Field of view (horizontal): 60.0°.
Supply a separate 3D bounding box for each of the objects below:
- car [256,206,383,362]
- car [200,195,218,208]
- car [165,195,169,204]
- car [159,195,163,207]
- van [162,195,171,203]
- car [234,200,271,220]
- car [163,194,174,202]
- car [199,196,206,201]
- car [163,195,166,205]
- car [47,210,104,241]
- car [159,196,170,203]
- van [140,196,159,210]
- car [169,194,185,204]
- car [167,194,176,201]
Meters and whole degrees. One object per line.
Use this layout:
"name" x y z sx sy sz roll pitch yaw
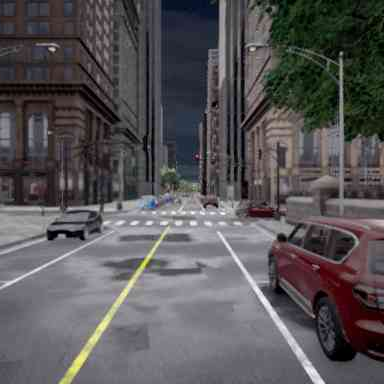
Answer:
"car" 2.765 1.324 5.870 2.192 1.841 5.009 0 0 0
"car" 2.763 1.388 49.014 2.192 1.841 5.009 0 0 0
"car" -5.763 1.665 59.887 1.947 1.339 4.313 0 0 0
"car" -5.762 1.513 49.005 1.967 1.590 4.097 0 0 0
"van" -5.763 1.481 76.211 1.690 1.788 3.998 0 0 0
"car" 6.001 1.504 29.043 4.553 1.767 2.097 1 0 0
"car" -5.763 1.469 81.653 2.192 1.841 5.009 0 0 0
"car" 2.762 1.750 87.099 1.802 1.307 4.206 0 0 0
"car" -5.763 1.630 54.445 1.887 1.381 4.507 0 0 0
"car" -5.761 1.586 16.906 1.947 1.339 4.313 0 0 0
"car" -5.763 1.671 70.770 1.887 1.381 4.507 0 0 0
"van" -5.762 1.402 43.564 1.690 1.788 3.998 0 0 0
"car" -3.021 1.606 64.333 2.128 1.511 4.902 0 0 1
"car" -5.763 1.497 92.535 2.192 1.841 5.009 0 0 0
